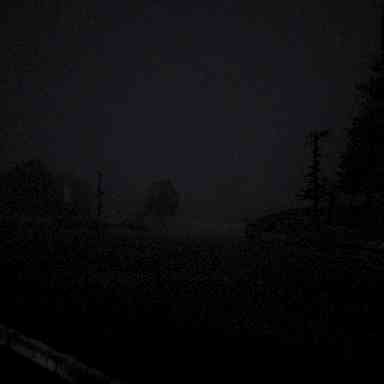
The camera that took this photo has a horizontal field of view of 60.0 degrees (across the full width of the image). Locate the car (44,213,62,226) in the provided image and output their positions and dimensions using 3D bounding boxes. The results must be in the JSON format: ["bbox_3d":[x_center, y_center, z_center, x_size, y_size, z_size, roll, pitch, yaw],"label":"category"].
[{"bbox_3d":[-22.703,4.276,49.268,5.366,1.575,1.946,1,-5,5],"label":"car"}]

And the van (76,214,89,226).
[{"bbox_3d":[-19.886,4.617,54.748,4.442,1.987,1.878,1,-6,5],"label":"van"}]

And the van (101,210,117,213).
[{"bbox_3d":[-22.952,6.881,92.179,1.878,1.987,4.442,1,1,10],"label":"van"}]

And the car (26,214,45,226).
[{"bbox_3d":[-23.776,4.042,46.514,4.674,1.452,2.002,1,-6,5],"label":"car"}]

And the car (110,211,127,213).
[{"bbox_3d":[-20.372,7.048,90.511,2.185,1.767,4.553,1,1,10],"label":"car"}]

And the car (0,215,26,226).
[{"bbox_3d":[-25.017,3.762,43.766,4.674,1.452,2.002,1,-5,4],"label":"car"}]

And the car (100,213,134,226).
[{"bbox_3d":[-15.012,5.706,65.694,5.566,2.045,2.435,1,-5,5],"label":"car"}]

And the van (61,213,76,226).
[{"bbox_3d":[-21.141,4.337,52.006,4.442,1.987,1.878,0,-6,5],"label":"van"}]

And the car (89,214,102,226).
[{"bbox_3d":[-18.745,5.120,57.464,4.892,1.521,2.231,0,-5,5],"label":"car"}]
